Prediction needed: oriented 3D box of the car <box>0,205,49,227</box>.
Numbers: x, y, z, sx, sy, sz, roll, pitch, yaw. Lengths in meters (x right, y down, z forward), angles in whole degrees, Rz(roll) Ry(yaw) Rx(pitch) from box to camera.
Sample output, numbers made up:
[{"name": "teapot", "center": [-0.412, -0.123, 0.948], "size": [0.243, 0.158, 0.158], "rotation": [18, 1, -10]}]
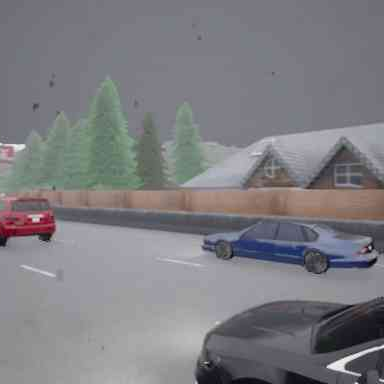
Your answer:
[{"name": "car", "center": [-12.175, 1.642, 23.968], "size": [1.895, 1.301, 4.718], "rotation": [0, 0, -45]}]

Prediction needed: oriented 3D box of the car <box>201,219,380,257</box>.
[{"name": "car", "center": [2.891, 1.581, 10.654], "size": [5.357, 1.411, 2.033], "rotation": [0, 0, 38]}]

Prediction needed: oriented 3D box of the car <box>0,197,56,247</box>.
[{"name": "car", "center": [-8.473, 1.248, 15.583], "size": [5.566, 2.045, 2.150], "rotation": [0, 0, 42]}]

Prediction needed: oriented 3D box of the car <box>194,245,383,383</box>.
[{"name": "car", "center": [2.277, 1.516, 2.459], "size": [4.892, 1.490, 1.837], "rotation": [0, 0, 36]}]
